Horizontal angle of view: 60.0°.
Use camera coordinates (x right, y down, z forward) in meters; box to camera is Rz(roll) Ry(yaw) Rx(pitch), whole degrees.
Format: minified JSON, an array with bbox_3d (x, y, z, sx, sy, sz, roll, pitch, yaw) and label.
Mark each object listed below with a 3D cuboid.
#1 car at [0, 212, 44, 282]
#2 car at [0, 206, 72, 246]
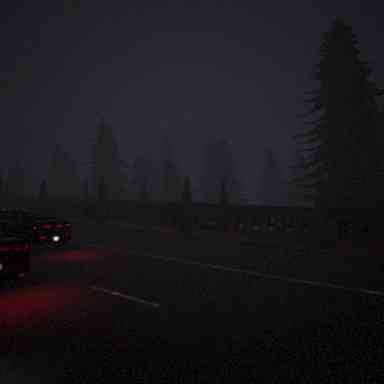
[{"bbox_3d":[-6.044,1.360,8.302,5.008,1.535,1.882,1,1,35],"label":"car"},{"bbox_3d":[-6.746,1.331,13.102,4.892,1.490,1.837,1,1,35],"label":"car"}]
